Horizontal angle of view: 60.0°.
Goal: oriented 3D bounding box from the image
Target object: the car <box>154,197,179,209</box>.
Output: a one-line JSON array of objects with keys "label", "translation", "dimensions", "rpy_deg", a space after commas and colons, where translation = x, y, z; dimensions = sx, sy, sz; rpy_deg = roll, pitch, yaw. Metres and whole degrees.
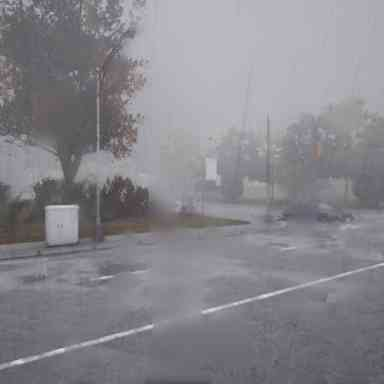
[{"label": "car", "translation": [-3.575, 1.453, 44.304], "dimensions": [1.812, 1.442, 4.674], "rpy_deg": [0, 0, -33]}]

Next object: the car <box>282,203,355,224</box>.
[{"label": "car", "translation": [9.247, 1.502, 24.871], "dimensions": [2.033, 1.411, 5.357], "rpy_deg": [0, 0, -31]}]
